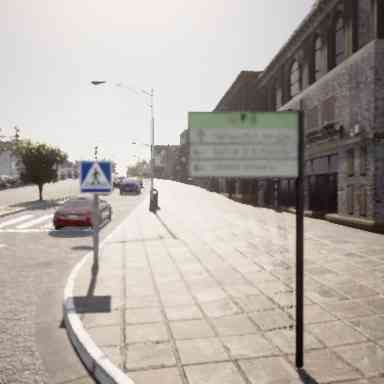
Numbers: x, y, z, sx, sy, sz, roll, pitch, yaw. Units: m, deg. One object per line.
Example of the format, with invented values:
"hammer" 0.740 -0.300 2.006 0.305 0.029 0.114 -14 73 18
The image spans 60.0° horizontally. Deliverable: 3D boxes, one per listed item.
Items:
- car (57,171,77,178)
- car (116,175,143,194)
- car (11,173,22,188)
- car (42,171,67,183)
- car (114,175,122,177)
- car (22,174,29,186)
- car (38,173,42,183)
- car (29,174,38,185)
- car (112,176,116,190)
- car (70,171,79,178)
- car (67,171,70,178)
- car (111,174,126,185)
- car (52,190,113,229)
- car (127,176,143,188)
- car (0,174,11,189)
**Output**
"car" -32.819 -4.593 87.608 4.553 1.767 2.185 -2 4 -32
"car" -6.580 -0.654 35.415 1.882 1.535 5.008 0 4 -5
"car" -24.185 -1.216 41.142 4.892 1.521 2.231 -2 5 -27
"car" -28.590 -3.150 67.290 5.008 1.535 2.097 -2 5 -31
"car" -10.764 -1.298 45.490 1.895 1.301 4.718 0 4 -8
"car" -24.577 -1.397 44.069 4.674 1.452 2.002 -2 5 -27
"car" -25.445 -1.998 49.870 4.553 1.767 2.185 -2 5 -28
"car" -24.976 -1.656 46.981 5.008 1.535 2.097 -2 5 -28
"car" -9.573 -0.592 35.217 2.033 1.411 5.357 0 4 -5
"car" -32.181 -4.298 84.722 5.008 1.535 2.097 -2 4 -32
"car" -29.185 -3.355 70.185 5.008 1.535 2.097 -3 5 -31
"car" -12.182 -2.120 55.290 2.128 1.511 4.902 0 4 -10
"car" -5.194 0.868 16.204 1.994 1.385 4.181 0 4 -3
"car" -7.817 -1.422 46.090 2.128 1.511 4.902 0 4 -8
"car" -23.867 -0.963 38.203 4.792 1.488 2.163 -2 5 -26
